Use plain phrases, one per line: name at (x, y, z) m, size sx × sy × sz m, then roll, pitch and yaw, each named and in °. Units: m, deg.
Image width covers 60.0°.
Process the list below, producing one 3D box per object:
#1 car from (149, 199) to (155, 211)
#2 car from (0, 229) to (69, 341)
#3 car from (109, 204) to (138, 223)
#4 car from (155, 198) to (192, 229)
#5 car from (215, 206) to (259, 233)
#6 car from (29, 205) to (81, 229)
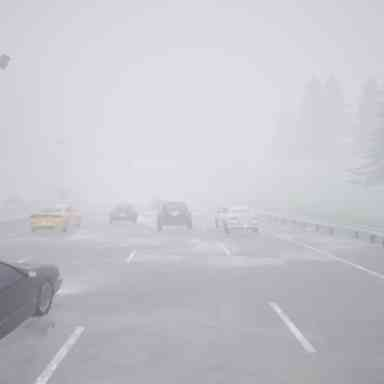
car at (-4.091, 1.524, 40.405) m, size 1.837 × 1.490 × 4.892 m, roll 0°, pitch 0°, yaw -11°
car at (-3.516, 1.556, 4.400) m, size 2.033 × 1.411 × 5.357 m, roll 0°, pitch 0°, yaw -2°
car at (-5.232, 1.581, 25.832) m, size 1.994 × 1.385 × 4.181 m, roll 0°, pitch 0°, yaw -7°
car at (-1.227, 1.360, 21.752) m, size 2.097 × 1.767 × 4.553 m, roll 0°, pitch 0°, yaw -6°
car at (2.543, 1.525, 19.418) m, size 1.812 × 1.442 × 4.674 m, roll 0°, pitch 0°, yaw -5°
car at (-8.071, 1.500, 20.057) m, size 1.882 × 1.535 × 5.008 m, roll 0°, pitch 0°, yaw -6°
